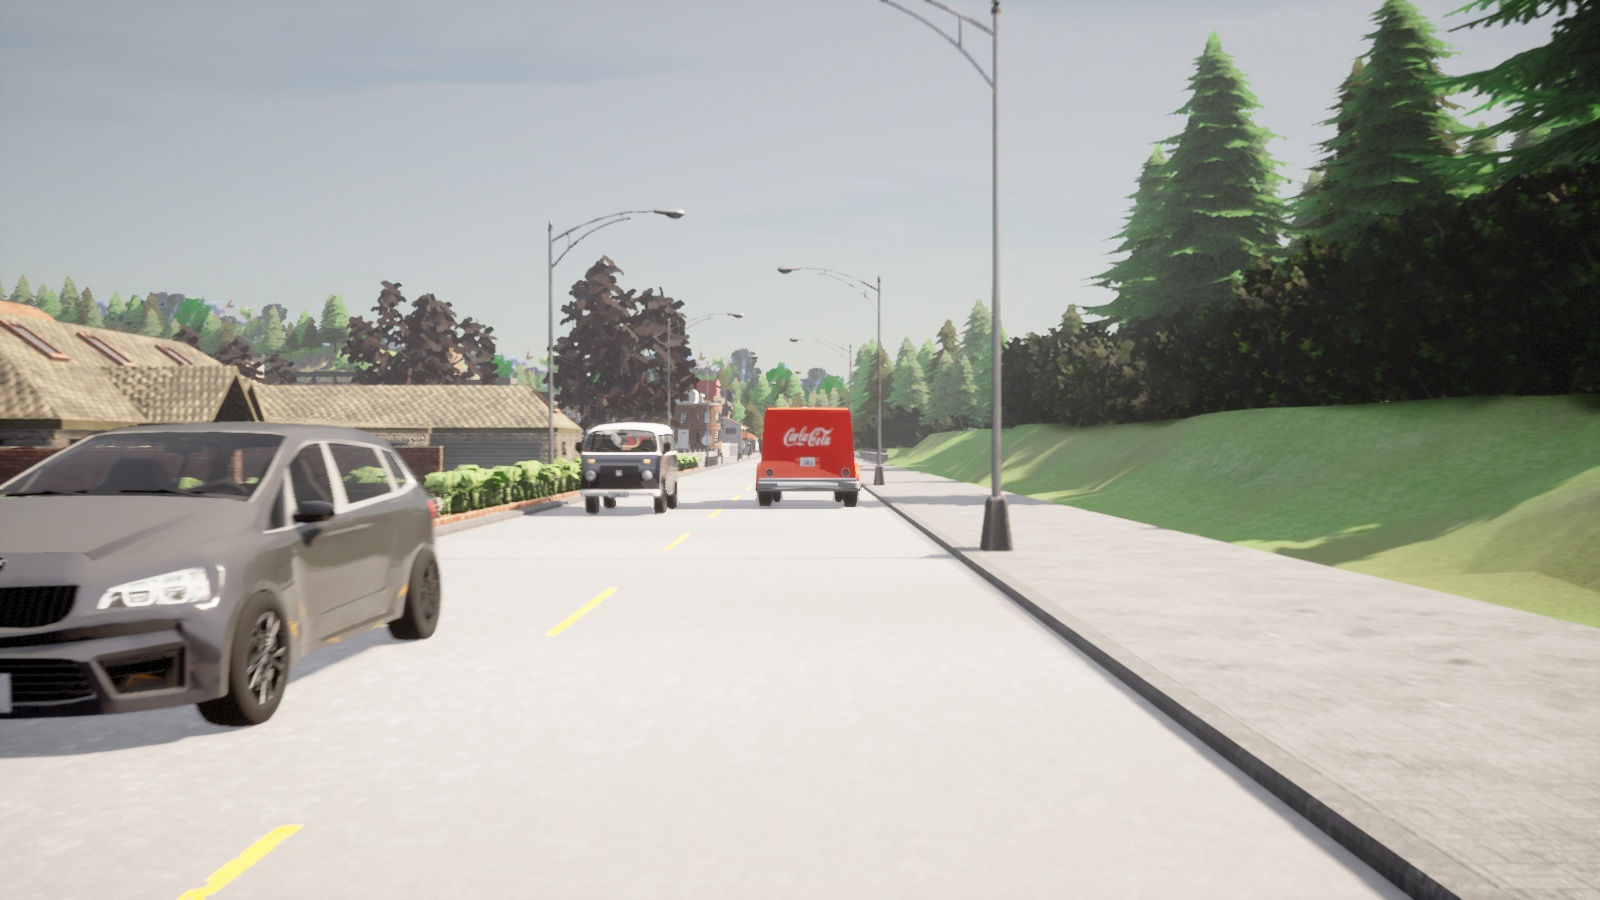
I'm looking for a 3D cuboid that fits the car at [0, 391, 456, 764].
[{"bbox_3d":[-3.939,0.563,7.934,2.242,1.667,4.611,0,0,0],"label":"car"}]

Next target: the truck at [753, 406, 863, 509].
[{"bbox_3d":[0.203,0.162,32.585,2.627,2.467,5.204,0,0,0],"label":"truck"}]

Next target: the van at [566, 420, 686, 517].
[{"bbox_3d":[-3.822,0.379,28.397,2.069,2.038,4.480,0,0,0],"label":"van"}]
